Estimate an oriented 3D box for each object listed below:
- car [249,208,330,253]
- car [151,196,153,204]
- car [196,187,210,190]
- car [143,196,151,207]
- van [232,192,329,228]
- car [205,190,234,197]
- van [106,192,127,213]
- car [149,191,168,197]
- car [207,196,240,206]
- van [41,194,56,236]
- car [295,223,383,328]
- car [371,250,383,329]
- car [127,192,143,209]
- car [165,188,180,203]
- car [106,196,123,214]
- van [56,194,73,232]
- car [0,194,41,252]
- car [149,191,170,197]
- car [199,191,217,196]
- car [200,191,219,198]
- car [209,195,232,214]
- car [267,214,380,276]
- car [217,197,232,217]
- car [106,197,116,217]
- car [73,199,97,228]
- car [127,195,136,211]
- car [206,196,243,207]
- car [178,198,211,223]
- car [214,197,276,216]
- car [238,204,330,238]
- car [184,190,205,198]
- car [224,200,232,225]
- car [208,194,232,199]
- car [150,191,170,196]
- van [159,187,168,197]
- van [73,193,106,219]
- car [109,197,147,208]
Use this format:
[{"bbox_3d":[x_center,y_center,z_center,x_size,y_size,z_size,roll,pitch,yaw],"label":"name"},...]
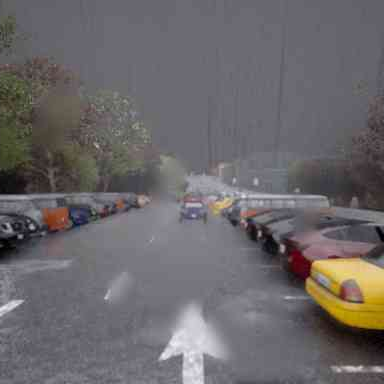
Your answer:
[{"bbox_3d":[4.580,1.429,11.040,4.792,1.488,2.163,0,0,0],"label":"car"},{"bbox_3d":[-8.462,1.350,47.139,4.792,1.488,2.163,0,0,0],"label":"car"},{"bbox_3d":[4.351,0.244,90.845,5.566,2.045,2.435,0,1,0],"label":"car"},{"bbox_3d":[-8.312,1.309,41.599,5.366,1.575,1.946,0,0,0],"label":"car"},{"bbox_3d":[4.440,1.134,16.590,4.442,1.987,1.878,0,0,0],"label":"van"},{"bbox_3d":[4.557,1.067,44.343,5.566,2.045,2.435,0,0,0],"label":"car"},{"bbox_3d":[-8.626,1.072,30.396,4.442,1.987,1.878,0,0,0],"label":"van"},{"bbox_3d":[-8.734,0.557,88.018,4.792,1.488,2.163,0,0,0],"label":"car"},{"bbox_3d":[4.620,1.356,49.895,4.792,1.488,2.163,0,0,0],"label":"car"},{"bbox_3d":[-8.410,1.151,13.906,4.442,1.987,1.878,0,0,0],"label":"van"},{"bbox_3d":[4.730,1.437,5.487,5.366,1.575,1.946,0,0,0],"label":"car"},{"bbox_3d":[4.535,1.461,2.711,4.892,1.521,2.231,0,0,0],"label":"car"},{"bbox_3d":[-8.532,1.052,36.060,5.566,2.045,2.435,0,0,0],"label":"car"},{"bbox_3d":[-3.423,0.865,61.138,2.150,2.045,5.566,0,3,-3],"label":"car"},{"bbox_3d":[-8.541,1.329,27.625,4.792,1.488,2.163,0,0,0],"label":"car"},{"bbox_3d":[-8.640,1.131,16.677,4.442,1.987,1.878,0,0,0],"label":"van"},{"bbox_3d":[-8.501,1.146,11.137,5.566,2.045,2.435,0,0,0],"label":"car"},{"bbox_3d":[-8.886,0.490,90.810,5.366,1.575,1.946,0,1,0],"label":"car"},{"bbox_3d":[4.391,0.454,93.638,4.892,1.521,2.231,0,1,0],"label":"car"},{"bbox_3d":[4.334,0.600,82.490,4.792,1.488,2.163,0,0,0],"label":"car"},{"bbox_3d":[4.382,1.298,27.688,5.366,1.575,1.946,0,0,0],"label":"car"},{"bbox_3d":[4.577,1.449,8.263,4.792,1.488,2.163,0,0,0],"label":"car"},{"bbox_3d":[4.571,1.310,24.921,4.892,1.521,2.231,0,0,0],"label":"car"},{"bbox_3d":[-8.544,1.336,24.986,4.792,1.488,2.163,0,0,0],"label":"car"},{"bbox_3d":[-8.526,1.337,19.448,5.008,1.535,2.097,0,0,0],"label":"car"},{"bbox_3d":[-8.478,1.329,33.290,4.792,1.488,2.163,0,0,0],"label":"car"},{"bbox_3d":[4.583,1.322,47.119,5.008,1.535,2.097,0,0,0],"label":"car"},{"bbox_3d":[0.119,1.360,23.629,1.812,1.442,4.674,0,0,0],"label":"car"},{"bbox_3d":[4.756,1.297,30.341,5.366,1.575,1.946,0,0,0],"label":"car"},{"bbox_3d":[4.582,1.409,13.816,4.792,1.488,2.163,0,0,0],"label":"car"},{"bbox_3d":[0.141,1.056,41.314,2.150,2.045,5.566,0,0,0],"label":"car"},{"bbox_3d":[4.530,1.370,19.369,4.792,1.488,2.163,0,0,0],"label":"car"},{"bbox_3d":[4.762,1.303,36.014,5.366,1.575,1.946,0,0,0],"label":"car"},{"bbox_3d":[-8.881,0.448,93.605,5.366,1.575,1.946,0,1,0],"label":"car"},{"bbox_3d":[-8.595,0.360,79.646,4.442,1.987,1.878,1,0,0],"label":"van"},{"bbox_3d":[-8.409,1.094,22.232,4.442,1.987,1.878,0,0,0],"label":"van"},{"bbox_3d":[-8.492,1.356,44.369,4.674,1.452,2.002,0,0,0],"label":"car"}]
